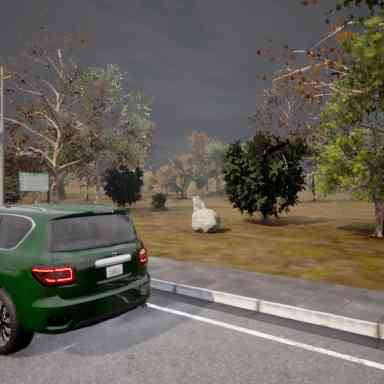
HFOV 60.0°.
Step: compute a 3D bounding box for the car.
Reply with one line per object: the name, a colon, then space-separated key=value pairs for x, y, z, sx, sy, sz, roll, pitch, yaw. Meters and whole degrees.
car: x=-3.298 y=1.221 z=6.321 sx=5.566 sy=2.045 sz=2.150 roll=0 pitch=0 yaw=35
